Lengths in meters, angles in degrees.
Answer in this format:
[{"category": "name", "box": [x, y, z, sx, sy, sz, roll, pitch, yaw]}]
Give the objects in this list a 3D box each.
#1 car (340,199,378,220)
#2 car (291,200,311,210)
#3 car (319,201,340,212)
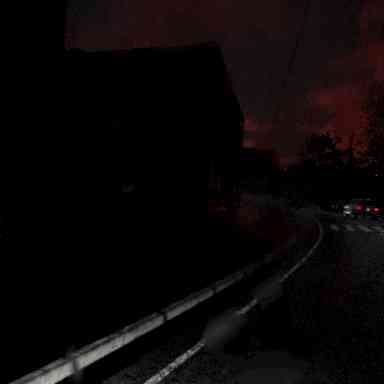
[{"category": "car", "box": [17.501, 1.735, 34.651, 2.150, 2.045, 5.566, 2, 1, 12]}, {"category": "car", "box": [15.882, 1.812, 48.509, 1.895, 1.301, 4.718, 2, 1, 3]}, {"category": "car", "box": [19.383, 1.943, 46.269, 2.033, 1.411, 5.357, 2, 1, 4]}]
